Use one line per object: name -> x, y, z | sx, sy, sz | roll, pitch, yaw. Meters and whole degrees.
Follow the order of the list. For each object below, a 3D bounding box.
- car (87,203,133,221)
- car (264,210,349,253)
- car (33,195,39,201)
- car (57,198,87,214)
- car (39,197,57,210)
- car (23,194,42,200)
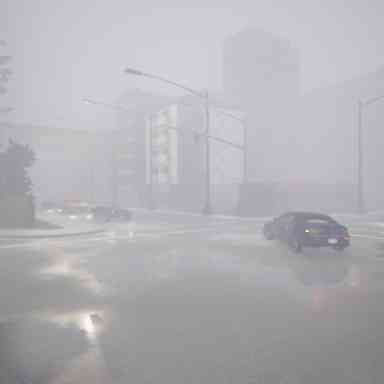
car -> -6.396, 1.525, 26.264 | 1.895, 1.301, 4.718 | -1, 0, -35
car -> 4.396, 1.448, 13.331 | 1.812, 1.442, 4.674 | 0, 0, -7
car -> -36.908, 1.357, 76.906 | 4.974, 1.542, 2.038 | 0, 0, 35
car -> -12.052, 1.405, 34.334 | 1.882, 1.535, 5.008 | -1, 0, -35
car -> -17.764, 1.494, 42.507 | 1.994, 1.385, 4.181 | -1, 0, -34
car -> -36.952, 1.200, 76.935 | 4.536, 1.218, 1.853 | 0, 0, 35
